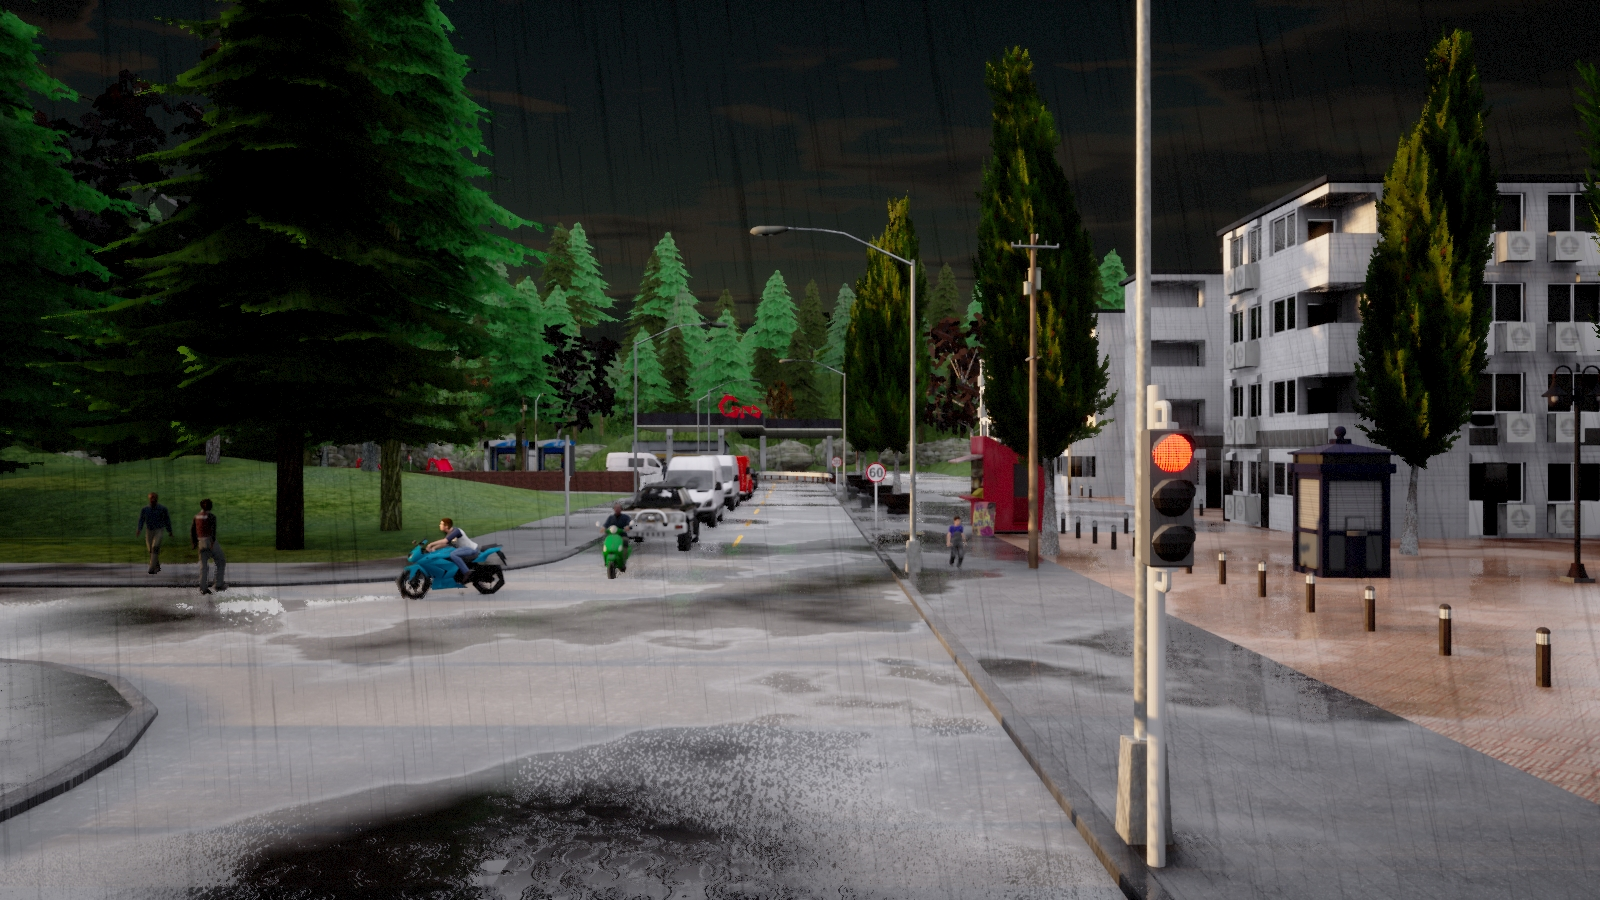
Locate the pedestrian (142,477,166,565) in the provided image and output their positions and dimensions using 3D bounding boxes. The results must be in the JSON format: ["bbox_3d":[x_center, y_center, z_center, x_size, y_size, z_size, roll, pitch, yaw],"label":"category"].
[{"bbox_3d":[-13.849,1.520,24.504,0.375,1.860,0.375,0,0,-17],"label":"pedestrian"}]

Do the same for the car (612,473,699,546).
[{"bbox_3d":[-4.060,1.638,32.807,1.932,1.855,4.605,0,0,0],"label":"car"}]

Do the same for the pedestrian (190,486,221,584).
[{"bbox_3d":[-11.399,1.625,21.922,0.375,1.860,0.375,0,0,8],"label":"pedestrian"}]

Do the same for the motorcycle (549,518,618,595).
[{"bbox_3d":[-4.015,1.958,21.325,0.856,1.236,1.805,-1,0,2],"label":"motorcycle"}]

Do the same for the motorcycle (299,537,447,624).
[{"bbox_3d":[-6.604,1.990,17.704,2.033,1.145,0.803,0,0,-30],"label":"motorcycle"}]

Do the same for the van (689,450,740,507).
[{"bbox_3d":[-4.004,1.305,54.526,1.988,2.561,5.915,0,0,0],"label":"van"}]

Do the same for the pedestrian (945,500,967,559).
[{"bbox_3d":[3.538,1.800,25.955,0.375,1.300,0.375,0,0,-13],"label":"pedestrian"}]

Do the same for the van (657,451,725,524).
[{"bbox_3d":[-4.013,1.307,42.992,1.988,2.561,5.915,0,0,0],"label":"van"}]

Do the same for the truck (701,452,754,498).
[{"bbox_3d":[-3.990,1.337,63.968,2.627,2.467,5.204,0,0,0],"label":"truck"}]
